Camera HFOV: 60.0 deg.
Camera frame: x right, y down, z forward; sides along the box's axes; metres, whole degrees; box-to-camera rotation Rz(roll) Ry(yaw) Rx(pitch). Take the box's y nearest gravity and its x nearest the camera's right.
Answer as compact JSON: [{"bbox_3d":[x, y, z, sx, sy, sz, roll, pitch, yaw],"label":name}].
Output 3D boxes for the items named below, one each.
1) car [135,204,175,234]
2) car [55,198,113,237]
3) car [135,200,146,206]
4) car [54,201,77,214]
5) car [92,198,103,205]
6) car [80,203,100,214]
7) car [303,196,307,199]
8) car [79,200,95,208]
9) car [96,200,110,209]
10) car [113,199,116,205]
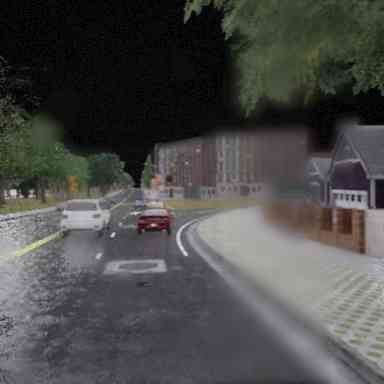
[{"bbox_3d":[-2.135,1.713,20.795,1.882,1.535,5.008,0,-1,0],"label":"car"},{"bbox_3d":[-6.211,1.463,19.886,2.150,2.045,5.566,0,-1,-9],"label":"car"},{"bbox_3d":[-9.043,2.127,58.135,2.033,1.411,5.357,0,0,-9],"label":"car"},{"bbox_3d":[-16.852,2.021,44.454,1.882,1.535,5.008,0,0,-9],"label":"car"},{"bbox_3d":[-21.908,2.186,77.167,1.812,1.442,4.674,0,0,-9],"label":"car"},{"bbox_3d":[-13.537,2.122,44.281,1.895,1.301,4.718,0,-1,-9],"label":"car"},{"bbox_3d":[23.654,1.345,65.083,4.892,1.490,1.837,0,1,-36],"label":"car"},{"bbox_3d":[-19.574,2.195,62.188,2.033,1.411,5.357,0,0,-8],"label":"car"},{"bbox_3d":[-15.978,2.224,60.080,1.895,1.301,4.718,0,0,-8],"label":"car"},{"bbox_3d":[-18.367,2.242,75.572,1.895,1.301,4.718,0,0,-9],"label":"car"}]
